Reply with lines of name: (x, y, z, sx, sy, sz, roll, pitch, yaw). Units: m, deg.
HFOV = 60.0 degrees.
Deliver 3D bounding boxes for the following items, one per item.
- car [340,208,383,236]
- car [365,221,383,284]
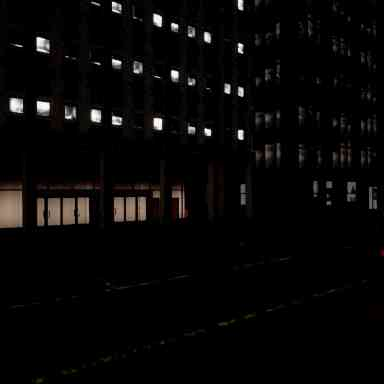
car: (9.370, 1.546, 17.110, 4.403, 1.369, 2.008, 0, 0, -36)
car: (6.371, 1.476, 7.856, 5.008, 1.535, 1.882, 0, 0, -35)
